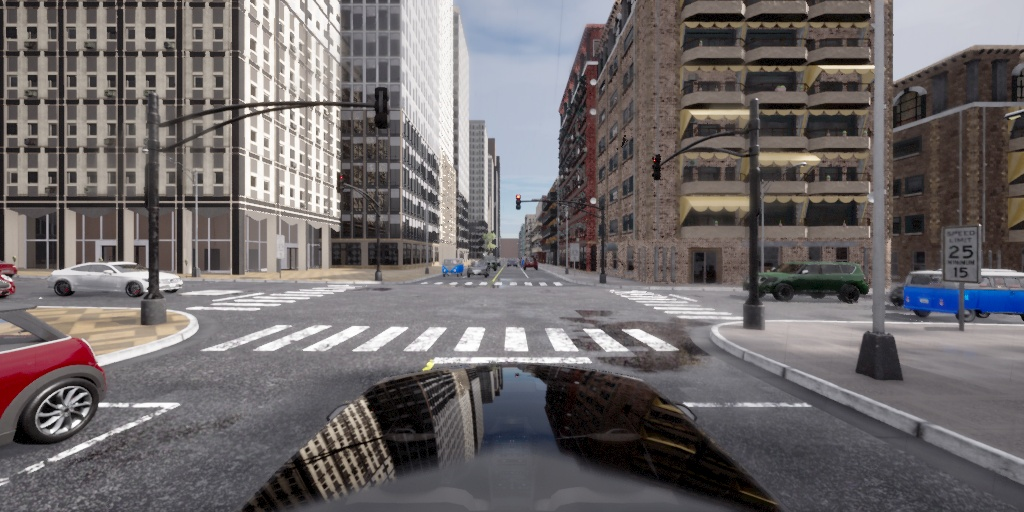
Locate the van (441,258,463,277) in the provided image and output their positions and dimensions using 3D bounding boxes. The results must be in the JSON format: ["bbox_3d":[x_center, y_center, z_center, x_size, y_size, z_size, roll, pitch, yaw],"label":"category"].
[{"bbox_3d":[-5.716,1.093,34.831,1.690,1.789,3.998,0,0,0],"label":"van"}]

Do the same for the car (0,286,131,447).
[{"bbox_3d":[-5.691,1.190,2.357,1.967,1.591,4.097,0,0,0],"label":"car"}]

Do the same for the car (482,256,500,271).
[{"bbox_3d":[-3.136,0.979,48.370,2.150,2.045,5.566,0,0,0],"label":"car"}]

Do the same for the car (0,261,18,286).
[{"bbox_3d":[-21.156,0.817,13.112,4.097,1.591,1.967,0,0,0],"label":"car"}]

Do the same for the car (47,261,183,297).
[{"bbox_3d":[-17.277,0.973,15.709,4.674,1.442,1.812,1,0,-2],"label":"car"}]

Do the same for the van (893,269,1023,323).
[{"bbox_3d":[16.903,1.451,13.092,3.998,1.789,1.690,0,0,0],"label":"van"}]

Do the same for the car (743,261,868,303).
[{"bbox_3d":[15.445,1.295,19.012,5.566,2.045,2.150,1,0,0],"label":"car"}]

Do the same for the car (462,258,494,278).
[{"bbox_3d":[-3.127,1.243,33.965,2.128,1.511,4.902,0,0,0],"label":"car"}]

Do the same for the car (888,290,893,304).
[{"bbox_3d":[19.441,1.719,15.836,4.181,1.385,1.994,1,0,0],"label":"car"}]

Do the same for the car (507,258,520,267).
[{"bbox_3d":[0.050,1.366,64.508,1.895,1.301,4.718,0,0,0],"label":"car"}]

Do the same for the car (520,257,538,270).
[{"bbox_3d":[2.651,1.073,51.492,2.192,1.841,5.009,0,0,0],"label":"car"}]
